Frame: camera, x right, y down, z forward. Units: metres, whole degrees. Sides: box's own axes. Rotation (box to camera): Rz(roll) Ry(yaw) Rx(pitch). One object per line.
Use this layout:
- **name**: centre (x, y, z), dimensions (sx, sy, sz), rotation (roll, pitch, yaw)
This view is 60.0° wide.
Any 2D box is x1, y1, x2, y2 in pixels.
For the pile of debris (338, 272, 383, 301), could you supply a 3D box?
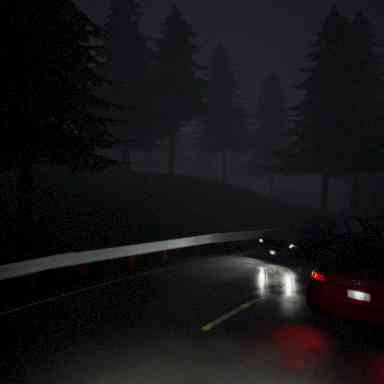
- **pile of debris**: centre (4.538, 2.185, 7.609), dimensions (1.860, 0.140, 1.500), rotation (0, 0, -39)

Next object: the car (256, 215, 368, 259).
- **car**: centre (4.901, 1.565, 12.021), dimensions (5.357, 1.411, 2.033), rotation (0, 0, -30)

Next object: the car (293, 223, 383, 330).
- **car**: centre (3.970, 1.568, 6.600), dimensions (1.994, 1.385, 4.181), rotation (1, 1, 44)
